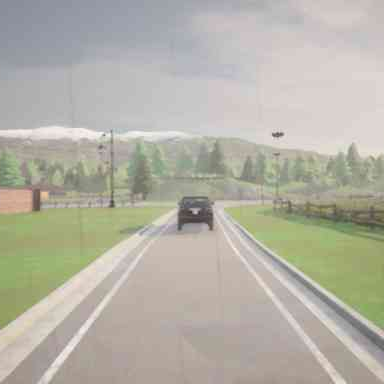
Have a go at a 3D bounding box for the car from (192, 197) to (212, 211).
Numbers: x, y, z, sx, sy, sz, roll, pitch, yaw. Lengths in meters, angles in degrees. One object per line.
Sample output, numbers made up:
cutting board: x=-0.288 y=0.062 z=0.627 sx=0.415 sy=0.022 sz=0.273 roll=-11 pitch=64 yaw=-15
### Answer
car: x=1.274 y=1.460 z=40.354 sx=1.837 sy=1.490 sz=4.892 roll=-1 pitch=0 yaw=9

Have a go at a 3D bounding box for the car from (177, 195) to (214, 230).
car: x=0.250 y=1.202 z=21.235 sx=2.150 sy=2.045 sz=5.566 roll=0 pitch=0 yaw=1

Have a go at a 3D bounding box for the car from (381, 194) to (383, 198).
car: x=49.354 y=1.156 z=81.537 sx=4.718 sy=1.301 sz=1.895 roll=0 pitch=0 yaw=-24
